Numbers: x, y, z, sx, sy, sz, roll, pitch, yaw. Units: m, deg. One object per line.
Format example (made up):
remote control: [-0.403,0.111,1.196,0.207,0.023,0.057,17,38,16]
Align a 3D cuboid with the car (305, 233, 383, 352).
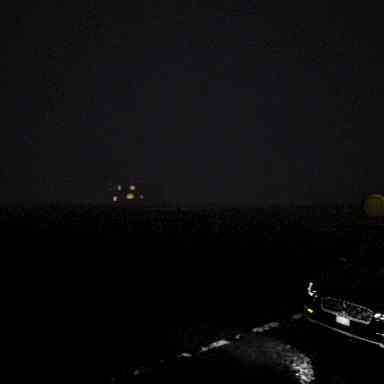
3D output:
car: [4.035,1.502,5.950,4.892,1.490,1.837,0,0,-36]
